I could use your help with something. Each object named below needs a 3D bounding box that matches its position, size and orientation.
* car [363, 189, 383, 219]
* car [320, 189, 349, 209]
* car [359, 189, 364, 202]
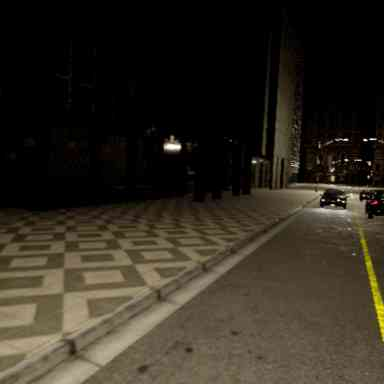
[{"bbox_3d":[11.718,0.648,20.011,2.097,1.767,4.553,4,4,25],"label":"car"},{"bbox_3d":[11.199,0.461,26.151,2.033,1.411,5.357,4,4,25],"label":"car"},{"bbox_3d":[18.347,0.353,34.266,1.895,1.301,4.718,4,4,25],"label":"car"}]
